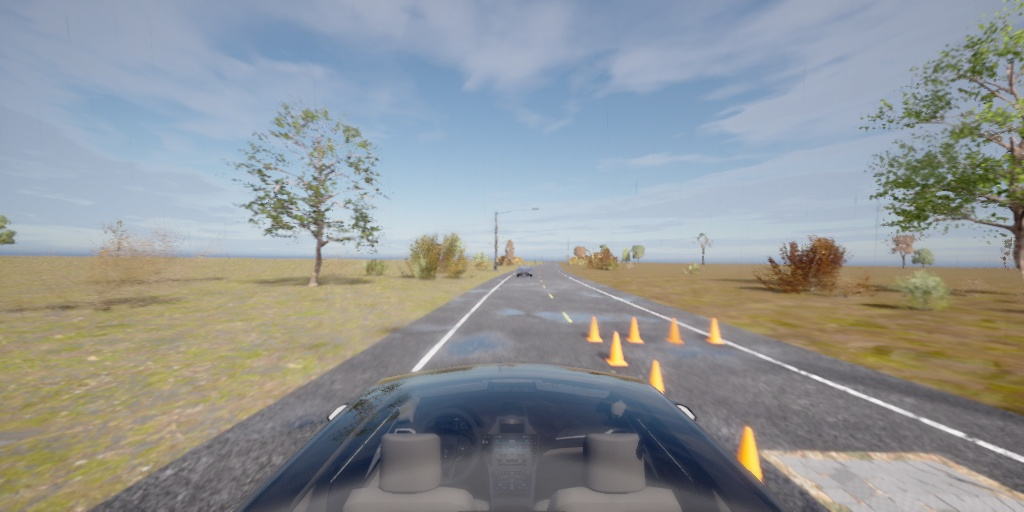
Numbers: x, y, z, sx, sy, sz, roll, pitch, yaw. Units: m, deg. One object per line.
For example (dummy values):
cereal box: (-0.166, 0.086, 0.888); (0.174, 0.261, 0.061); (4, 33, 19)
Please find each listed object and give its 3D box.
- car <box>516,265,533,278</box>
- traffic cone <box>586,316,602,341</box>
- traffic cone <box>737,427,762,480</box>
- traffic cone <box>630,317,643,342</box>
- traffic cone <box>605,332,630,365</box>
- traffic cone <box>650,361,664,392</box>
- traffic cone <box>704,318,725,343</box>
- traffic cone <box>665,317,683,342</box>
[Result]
car: (1.479, 1.762, 41.738); (2.033, 1.411, 5.357); (1, -1, 3)
traffic cone: (2.064, 1.814, 9.023); (0.340, 0.580, 0.340); (0, 0, 1)
traffic cone: (1.985, 1.745, 3.024); (0.340, 0.580, 0.340); (0, 0, 1)
traffic cone: (3.064, 1.826, 9.009); (0.340, 0.580, 0.340); (0, 0, 1)
traffic cone: (2.038, 1.791, 7.023); (0.340, 0.580, 0.340); (0, 0, 1)
traffic cone: (2.012, 1.768, 5.023); (0.340, 0.580, 0.340); (0, 0, 1)
traffic cone: (5.064, 1.851, 8.983); (0.340, 0.580, 0.340); (0, 0, 1)
traffic cone: (4.064, 1.839, 8.996); (0.340, 0.580, 0.340); (0, 0, 1)
